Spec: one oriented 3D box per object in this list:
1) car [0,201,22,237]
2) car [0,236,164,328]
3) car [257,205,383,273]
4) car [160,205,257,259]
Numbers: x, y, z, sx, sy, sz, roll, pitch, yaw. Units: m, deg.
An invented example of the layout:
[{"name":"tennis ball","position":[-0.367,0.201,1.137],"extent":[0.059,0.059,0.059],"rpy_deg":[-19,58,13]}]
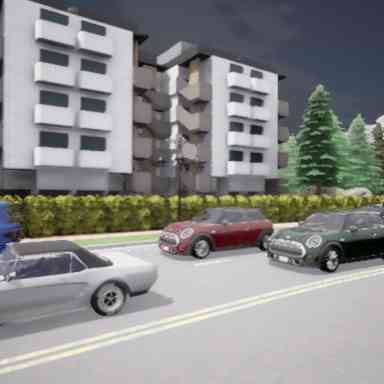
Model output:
[{"name":"car","position":[-6.922,1.216,7.582],"extent":[5.566,2.045,2.150],"rpy_deg":[0,0,-35]},{"name":"car","position":[-3.089,1.606,6.000],"extent":[4.718,1.301,1.895],"rpy_deg":[0,0,-35]},{"name":"car","position":[4.672,1.404,10.930],"extent":[4.553,1.767,2.097],"rpy_deg":[0,0,-29]},{"name":"car","position":[1.026,1.394,12.780],"extent":[4.553,1.767,2.097],"rpy_deg":[0,0,-31]}]
